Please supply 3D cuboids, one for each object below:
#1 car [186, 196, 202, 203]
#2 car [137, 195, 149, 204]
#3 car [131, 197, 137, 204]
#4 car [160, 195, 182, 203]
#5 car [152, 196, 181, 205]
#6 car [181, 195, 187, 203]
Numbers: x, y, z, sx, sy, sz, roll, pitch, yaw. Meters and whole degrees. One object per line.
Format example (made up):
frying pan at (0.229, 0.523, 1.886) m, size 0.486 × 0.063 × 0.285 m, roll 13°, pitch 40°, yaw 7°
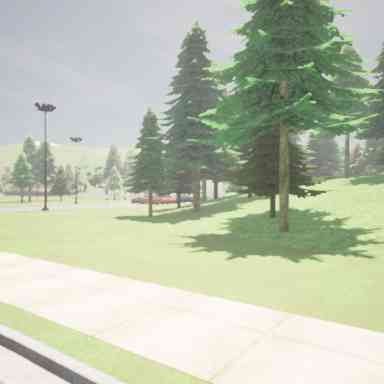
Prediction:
car at (1.396, 1.567, 67.815) m, size 1.994 × 1.385 × 4.181 m, roll 0°, pitch 0°, yaw 36°
car at (-7.344, 1.355, 61.734) m, size 2.097 × 1.767 × 4.553 m, roll 0°, pitch 0°, yaw 37°
car at (-9.799, 1.567, 64.333) m, size 1.994 × 1.385 × 4.181 m, roll 0°, pitch 0°, yaw 37°
car at (-4.492, 1.518, 71.624) m, size 2.128 × 1.511 × 4.902 m, roll 0°, pitch 0°, yaw 36°
car at (-4.644, 1.355, 59.496) m, size 2.097 × 1.767 × 4.553 m, roll 0°, pitch 0°, yaw 37°
car at (-1.689, 1.355, 69.527) m, size 2.097 × 1.767 × 4.553 m, roll 0°, pitch 0°, yaw 36°
